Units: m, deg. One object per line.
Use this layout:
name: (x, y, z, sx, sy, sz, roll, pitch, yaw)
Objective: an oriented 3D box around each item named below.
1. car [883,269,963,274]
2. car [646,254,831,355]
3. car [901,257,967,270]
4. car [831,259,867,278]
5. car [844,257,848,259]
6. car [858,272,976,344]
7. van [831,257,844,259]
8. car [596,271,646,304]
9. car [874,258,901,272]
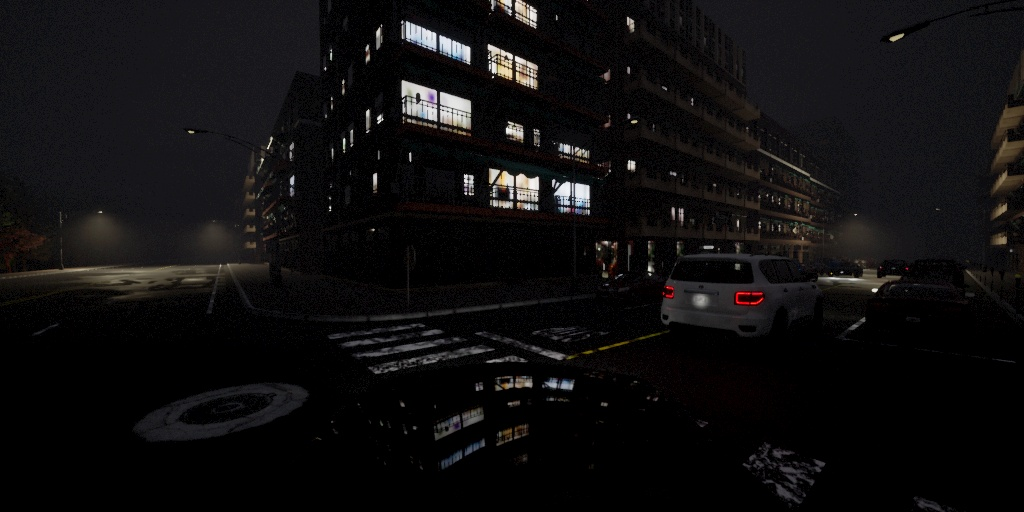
car: (14.911, 1.317, 12.865, 4.313, 1.339, 1.948, 0, 0, -39)
car: (5.920, 0.965, 8.993, 5.566, 2.045, 2.150, 0, 0, -39)
car: (23.686, 1.063, 20.027, 5.009, 1.841, 2.192, 0, 0, -39)
car: (31.270, 1.292, 33.558, 4.181, 1.385, 1.994, 0, 0, -39)
car: (40.344, 1.035, 44.454, 5.009, 1.841, 2.192, 0, 0, -39)
car: (10.788, 1.297, 9.500, 4.507, 1.381, 1.888, 0, 0, -39)
van: (35.974, 1.060, 40.851, 3.998, 1.789, 1.690, 0, 0, -39)
car: (5.511, 1.306, 15.969, 4.207, 1.307, 1.802, 0, 0, -39)
car: (34.645, 1.091, 32.336, 4.553, 1.767, 2.097, 0, 0, -39)
